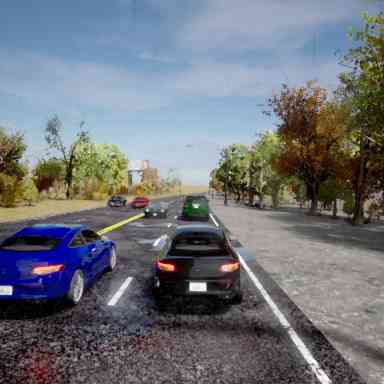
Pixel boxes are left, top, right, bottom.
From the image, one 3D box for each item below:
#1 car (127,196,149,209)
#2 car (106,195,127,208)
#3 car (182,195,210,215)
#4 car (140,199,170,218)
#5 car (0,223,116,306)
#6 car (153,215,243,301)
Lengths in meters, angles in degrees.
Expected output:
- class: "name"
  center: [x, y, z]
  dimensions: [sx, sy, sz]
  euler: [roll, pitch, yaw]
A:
- class: "car"
  center: [-6.230, 1.284, 40.756]
  dimensions: [1.882, 1.535, 5.008]
  euler: [2, 0, 1]
- class: "car"
  center: [-9.456, 1.210, 42.290]
  dimensions: [1.837, 1.490, 4.892]
  euler: [2, 0, 1]
- class: "car"
  center: [0.319, 1.224, 28.066]
  dimensions: [2.150, 2.045, 5.566]
  euler: [1, 0, 0]
- class: "car"
  center: [-2.927, 1.522, 28.858]
  dimensions: [1.895, 1.301, 4.718]
  euler: [2, 0, 1]
- class: "car"
  center: [-3.092, 1.453, 7.777]
  dimensions: [1.812, 1.442, 4.674]
  euler: [2, 0, 0]
- class: "car"
  center: [0.156, 1.531, 8.240]
  dimensions: [1.812, 1.442, 4.674]
  euler: [0, 0, 1]
